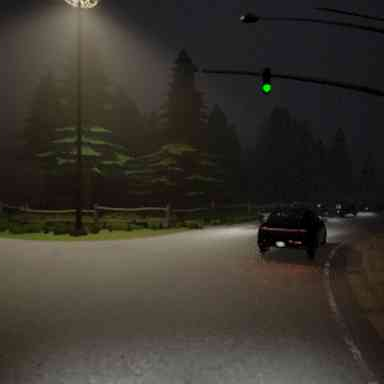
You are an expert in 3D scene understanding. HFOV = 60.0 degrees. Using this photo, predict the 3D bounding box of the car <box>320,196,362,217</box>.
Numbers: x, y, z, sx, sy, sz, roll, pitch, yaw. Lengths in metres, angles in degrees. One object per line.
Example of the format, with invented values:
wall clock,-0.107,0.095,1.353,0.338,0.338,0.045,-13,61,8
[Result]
car,12.454,1.140,28.450,2.097,1.767,4.553,1,1,44

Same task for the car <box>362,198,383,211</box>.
car,19.423,1.362,35.632,1.895,1.301,4.718,1,1,44

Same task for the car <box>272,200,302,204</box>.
car,6.103,1.305,21.767,2.128,1.511,4.902,1,1,43

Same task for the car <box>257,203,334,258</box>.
car,3.892,1.386,12.523,2.128,1.511,4.902,1,1,28
